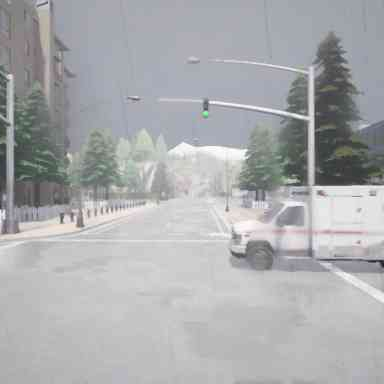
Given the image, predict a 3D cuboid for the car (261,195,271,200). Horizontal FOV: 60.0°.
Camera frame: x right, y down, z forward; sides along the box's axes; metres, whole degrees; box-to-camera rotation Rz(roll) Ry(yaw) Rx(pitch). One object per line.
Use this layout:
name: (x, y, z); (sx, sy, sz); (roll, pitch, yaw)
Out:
car: (19.048, 1.399, 85.884); (1.970, 1.475, 3.806); (0, 0, 2)

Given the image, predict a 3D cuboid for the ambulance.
ambulance: (4.392, 1.048, 10.196); (6.366, 2.431, 2.351); (0, 0, 3)

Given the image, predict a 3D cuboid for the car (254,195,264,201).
car: (15.768, 1.390, 78.591); (1.845, 1.501, 3.633); (0, 0, 2)
